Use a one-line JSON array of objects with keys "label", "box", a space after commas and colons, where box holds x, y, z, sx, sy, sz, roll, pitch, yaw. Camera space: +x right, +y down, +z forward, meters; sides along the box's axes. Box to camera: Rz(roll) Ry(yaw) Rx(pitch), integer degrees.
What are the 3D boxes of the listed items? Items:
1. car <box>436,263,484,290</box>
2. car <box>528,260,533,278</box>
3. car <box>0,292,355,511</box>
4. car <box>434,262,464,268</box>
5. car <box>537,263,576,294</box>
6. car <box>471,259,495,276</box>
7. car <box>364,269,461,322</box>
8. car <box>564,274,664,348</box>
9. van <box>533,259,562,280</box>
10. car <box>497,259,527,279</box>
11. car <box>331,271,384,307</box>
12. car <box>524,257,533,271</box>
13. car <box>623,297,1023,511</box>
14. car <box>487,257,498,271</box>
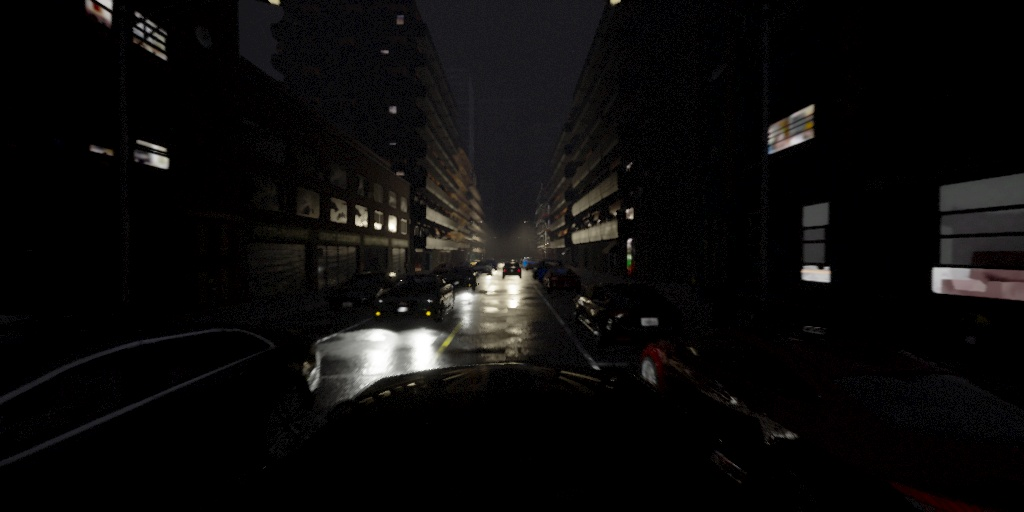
[{"label": "car", "box": [-3.065, 1.309, 22.082, 1.994, 1.385, 4.181, 0, 0, 0]}, {"label": "car", "box": [2.691, 1.309, 31.157, 1.948, 1.339, 4.313, 0, 0, 0]}, {"label": "car", "box": [-3.092, 1.242, 2.108, 2.128, 1.511, 4.902, 0, 0, 0]}, {"label": "car", "box": [-5.691, 1.288, 31.170, 1.888, 1.381, 4.507, 0, 0, 0]}, {"label": "car", "box": [2.690, 1.290, 20.110, 1.888, 1.381, 4.507, 0, 0, 0]}, {"label": "car", "box": [-3.002, 1.271, 36.860, 1.812, 1.442, 4.674, 0, 0, 0]}, {"label": "car", "box": [-3.095, 1.311, 12.087, 1.994, 1.385, 4.181, 0, 0, -1]}, {"label": "car", "box": [2.689, 1.313, 9.063, 1.948, 1.339, 4.313, 0, 0, 0]}, {"label": "van", "box": [2.690, 1.084, 25.633, 1.690, 1.789, 3.998, 0, 0, 0]}, {"label": "car", "box": [0.002, 1.291, 32.779, 2.033, 1.411, 5.357, 0, 0, 0]}, {"label": "car", "box": [-5.692, 1.312, 14.599, 1.948, 1.339, 4.313, 0, 0, 0]}, {"label": "car", "box": [2.691, 1.268, 47.896, 1.751, 1.417, 4.829, 0, 0, 0]}, {"label": "car", "box": [2.689, 1.331, 3.540, 1.802, 1.307, 4.207, 0, 0, 0]}, {"label": "car", "box": [-2.997, 1.263, 49.969, 1.882, 1.535, 5.008, 0, 0, 0]}]
